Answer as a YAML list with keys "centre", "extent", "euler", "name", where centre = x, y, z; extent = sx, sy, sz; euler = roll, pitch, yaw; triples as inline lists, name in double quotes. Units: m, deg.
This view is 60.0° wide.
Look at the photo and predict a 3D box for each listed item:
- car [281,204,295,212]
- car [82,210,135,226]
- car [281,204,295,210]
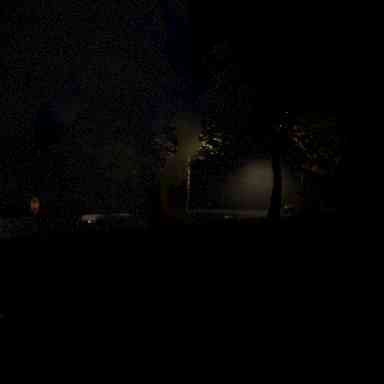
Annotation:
- centre: [20.836, 3.412, 72.033]
  extent: [2.097, 1.767, 4.553]
  euler: [2, -1, 28]
  name: "car"
- centre: [-7.300, 2.258, 29.660]
  extent: [1.895, 1.301, 4.718]
  euler: [2, -1, 36]
  name: "car"
- centre: [24.938, 3.797, 86.412]
  extent: [1.837, 1.490, 4.892]
  euler: [2, 0, 36]
  name: "car"
